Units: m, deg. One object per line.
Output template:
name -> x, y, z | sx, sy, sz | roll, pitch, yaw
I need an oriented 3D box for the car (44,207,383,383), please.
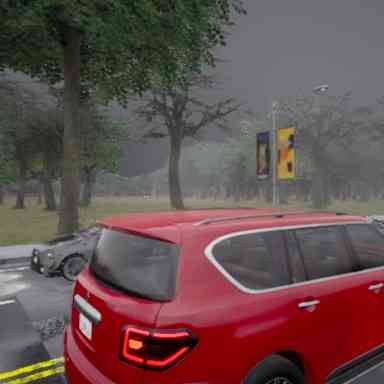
car -> 1.297, 1.225, 4.363 | 5.566, 2.045, 2.150 | 0, 0, -35

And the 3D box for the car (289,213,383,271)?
car -> 5.519, 1.562, 11.506 | 4.181, 1.385, 1.994 | 0, 0, -35

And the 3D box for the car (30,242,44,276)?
car -> -2.474, 1.591, 9.898 | 4.181, 1.385, 1.994 | 0, 0, -35
